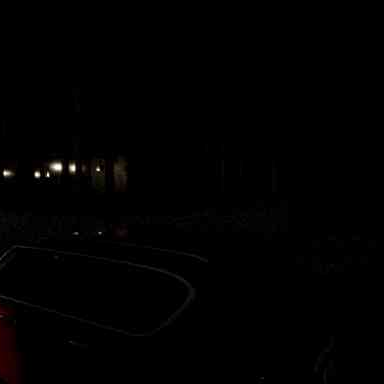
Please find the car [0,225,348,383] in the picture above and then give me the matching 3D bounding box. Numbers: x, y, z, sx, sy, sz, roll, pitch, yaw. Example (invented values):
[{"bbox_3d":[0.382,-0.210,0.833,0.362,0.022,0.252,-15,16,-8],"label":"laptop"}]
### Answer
[{"bbox_3d":[-1.004,1.315,3.682,5.009,1.841,2.192,0,0,35],"label":"car"}]
